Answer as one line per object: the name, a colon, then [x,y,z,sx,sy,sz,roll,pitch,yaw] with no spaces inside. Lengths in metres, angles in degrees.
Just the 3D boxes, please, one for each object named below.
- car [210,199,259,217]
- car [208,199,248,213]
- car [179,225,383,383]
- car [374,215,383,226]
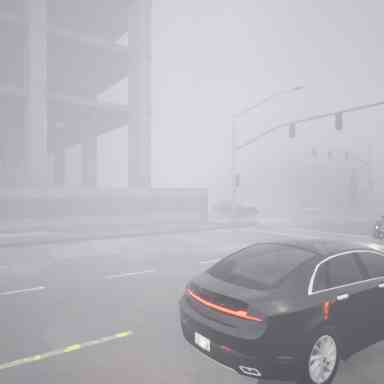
car: [4.128,1.601,31.696,1.895,1.301,4.718,0,0,-36]
car: [3.991,1.526,37.850,1.812,1.442,4.674,0,0,-36]
car: [2.106,1.505,5.292,4.892,1.490,1.837,0,0,-35]
car: [10.479,1.505,15.888,4.892,1.490,1.837,0,0,-37]
